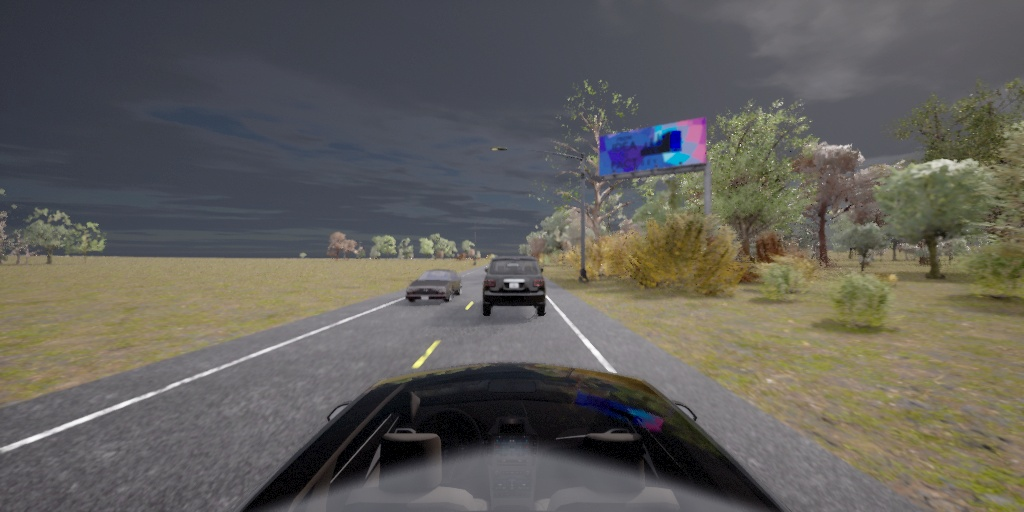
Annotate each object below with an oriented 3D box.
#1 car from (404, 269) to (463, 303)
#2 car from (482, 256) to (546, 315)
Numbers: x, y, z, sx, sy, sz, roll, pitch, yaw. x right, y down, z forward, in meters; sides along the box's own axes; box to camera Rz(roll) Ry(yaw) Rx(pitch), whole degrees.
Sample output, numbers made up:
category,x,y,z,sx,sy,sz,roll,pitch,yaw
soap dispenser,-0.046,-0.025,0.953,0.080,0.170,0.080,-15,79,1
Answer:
category,x,y,z,sx,sy,sz,roll,pitch,yaw
car,-3.545,1.354,17.341,2.033,1.411,5.357,0,0,1
car,0.079,1.017,13.902,2.150,2.045,5.566,0,0,0
